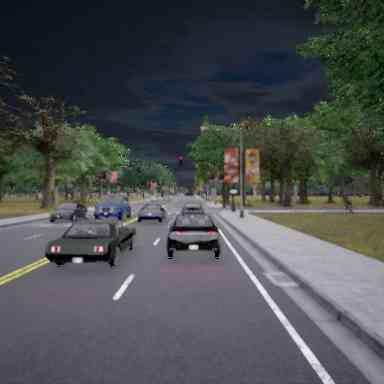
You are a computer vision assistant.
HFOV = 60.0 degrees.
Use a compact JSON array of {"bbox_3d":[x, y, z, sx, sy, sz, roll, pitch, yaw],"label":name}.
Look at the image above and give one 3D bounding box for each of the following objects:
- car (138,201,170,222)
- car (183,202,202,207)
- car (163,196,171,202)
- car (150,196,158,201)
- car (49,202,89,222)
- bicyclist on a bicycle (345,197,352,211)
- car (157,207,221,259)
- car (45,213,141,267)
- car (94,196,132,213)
[{"bbox_3d":[-3.184,1.658,27.215,1.994,1.385,4.181,0,0,0],"label":"car"},{"bbox_3d":[0.065,1.596,26.941,1.837,1.490,4.892,0,-1,0],"label":"car"},{"bbox_3d":[-6.504,1.875,85.779,2.128,1.511,4.902,0,0,0],"label":"car"},{"bbox_3d":[-9.754,1.874,85.780,1.812,1.442,4.674,0,0,0],"label":"car"},{"bbox_3d":[-9.823,1.599,26.862,1.837,1.490,4.892,0,-1,0],"label":"car"},{"bbox_3d":[18.125,1.420,38.628,0.582,1.620,1.656,0,0,0],"label":"bicyclist on a bicycle"},{"bbox_3d":[0.071,1.534,12.887,2.128,1.511,4.902,0,0,0],"label":"car"},{"bbox_3d":[-3.188,1.639,11.562,1.895,1.301,4.718,0,0,0],"label":"car"},{"bbox_3d":[-6.565,1.322,28.165,2.150,2.045,5.566,0,-1,0],"label":"car"}]
